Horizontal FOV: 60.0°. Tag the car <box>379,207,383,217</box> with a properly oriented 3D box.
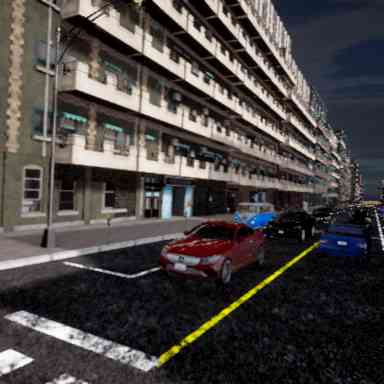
[{"bbox_3d":[22.325,2.737,37.353,1.752,1.417,4.829,2,0,29],"label":"car"}]

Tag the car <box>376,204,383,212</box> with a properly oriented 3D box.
[{"bbox_3d":[44.027,3.708,77.113,2.192,1.841,5.009,2,0,29],"label":"car"}]

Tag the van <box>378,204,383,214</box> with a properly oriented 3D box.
[{"bbox_3d":[24.974,2.694,42.193,1.690,1.788,3.998,2,0,29],"label":"van"}]

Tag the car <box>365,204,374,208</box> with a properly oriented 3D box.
[{"bbox_3d":[43.079,3.934,80.986,1.895,1.301,4.718,3,0,29],"label":"car"}]

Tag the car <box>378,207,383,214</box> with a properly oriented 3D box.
[{"bbox_3d":[38.573,3.674,67.135,1.802,1.307,4.206,2,0,29],"label":"car"}]

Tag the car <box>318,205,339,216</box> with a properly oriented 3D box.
[{"bbox_3d":[11.813,2.148,30.107,1.837,1.490,4.892,3,0,29],"label":"car"}]

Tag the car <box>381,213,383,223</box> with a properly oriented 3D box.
[{"bbox_3d":[16.797,2.501,27.226,1.802,1.307,4.206,2,0,29],"label":"car"}]

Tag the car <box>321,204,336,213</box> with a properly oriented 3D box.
[{"bbox_3d":[23.066,2.822,56.189,1.802,1.307,4.206,2,0,29],"label":"car"}]

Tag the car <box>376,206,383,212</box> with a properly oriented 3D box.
[{"bbox_3d":[46.739,4.095,82.100,2.008,1.369,4.403,2,0,29],"label":"car"}]

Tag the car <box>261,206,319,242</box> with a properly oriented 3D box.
[{"bbox_3d":[5.696,1.802,18.929,1.882,1.535,5.008,3,0,29],"label":"car"}]

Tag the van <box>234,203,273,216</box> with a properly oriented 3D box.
[{"bbox_3d":[4.040,1.572,21.260,1.690,1.788,3.998,2,0,29],"label":"van"}]

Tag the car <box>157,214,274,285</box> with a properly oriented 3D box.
[{"bbox_3d":[0.845,1.600,10.049,1.812,1.442,4.674,3,0,29],"label":"car"}]

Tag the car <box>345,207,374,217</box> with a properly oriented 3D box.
[{"bbox_3d":[14.400,2.313,28.421,1.812,1.442,4.674,3,0,29],"label":"car"}]

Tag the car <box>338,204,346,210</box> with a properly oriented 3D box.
[{"bbox_3d":[33.874,3.357,75.996,1.752,1.417,4.829,2,0,29],"label":"car"}]

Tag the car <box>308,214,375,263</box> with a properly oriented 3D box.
[{"bbox_3d":[6.514,1.924,13.973,2.033,1.411,5.357,3,0,29],"label":"car"}]
